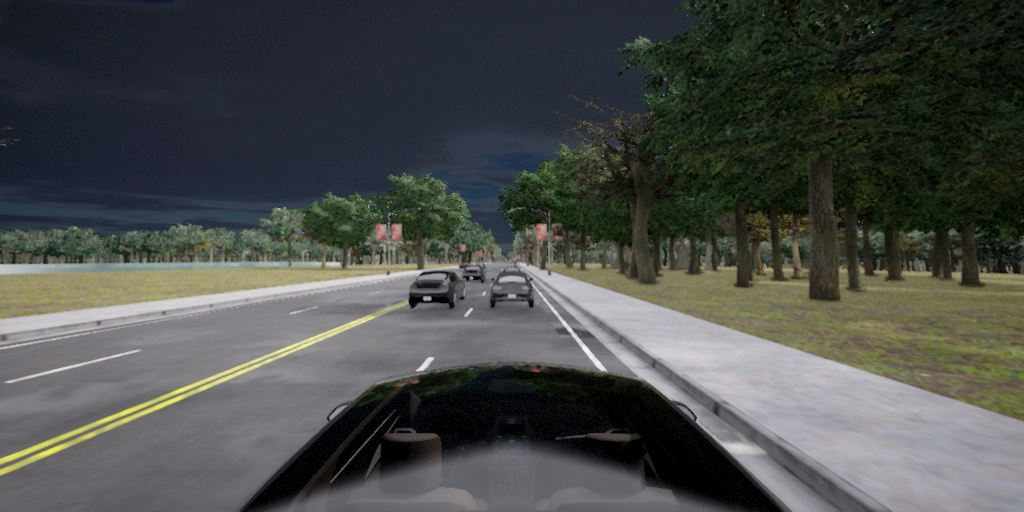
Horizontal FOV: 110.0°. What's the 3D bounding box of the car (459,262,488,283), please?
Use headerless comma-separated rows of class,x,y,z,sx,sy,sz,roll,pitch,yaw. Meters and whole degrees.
car,-3.239,1.545,31.169,1.837,1.490,4.892,0,0,0

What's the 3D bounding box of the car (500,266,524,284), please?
car,0.010,1.601,31.213,1.994,1.385,4.181,0,0,0

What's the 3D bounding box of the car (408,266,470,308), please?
car,-3.242,1.399,16.170,1.837,1.490,4.892,0,0,0

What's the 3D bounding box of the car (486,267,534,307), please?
car,0.010,1.417,16.272,1.812,1.442,4.674,0,0,0
